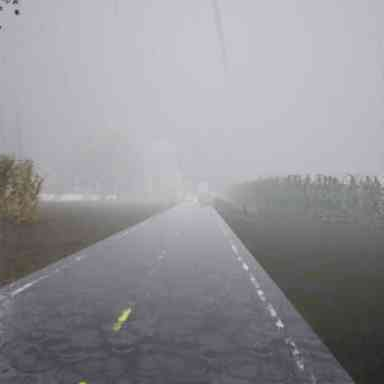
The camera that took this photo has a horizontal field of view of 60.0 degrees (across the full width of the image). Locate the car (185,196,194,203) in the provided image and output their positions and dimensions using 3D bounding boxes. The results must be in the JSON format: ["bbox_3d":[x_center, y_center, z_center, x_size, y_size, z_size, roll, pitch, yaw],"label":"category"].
[{"bbox_3d":[-0.530,1.655,73.669,1.812,1.442,4.674,1,0,2],"label":"car"}]

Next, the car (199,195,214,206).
[{"bbox_3d":[2.731,1.620,58.967,2.097,1.767,4.553,1,0,2],"label":"car"}]

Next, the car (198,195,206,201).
[{"bbox_3d":[2.751,1.625,90.783,2.097,1.767,4.553,1,0,2],"label":"car"}]
